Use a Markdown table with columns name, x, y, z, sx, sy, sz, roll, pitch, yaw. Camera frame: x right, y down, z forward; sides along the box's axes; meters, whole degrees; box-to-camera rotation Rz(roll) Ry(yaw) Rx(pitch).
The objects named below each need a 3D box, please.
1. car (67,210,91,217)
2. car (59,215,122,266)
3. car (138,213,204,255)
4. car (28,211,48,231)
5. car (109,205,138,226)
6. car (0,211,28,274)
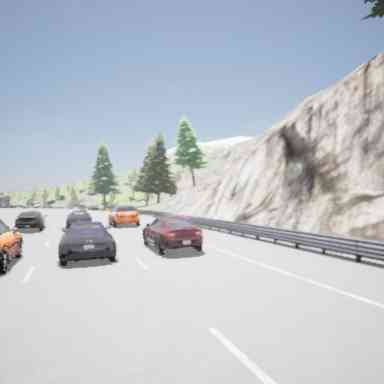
| name | x | y | z | sx | sy | sz | roll | pitch | yaw |
| --- | --- | --- | --- | --- | --- | --- | --- | --- | --- |
| car | -9.159 | 2.200 | 27.061 | 1.994 | 1.385 | 4.181 | -1 | -1 | -20 |
| car | -4.136 | 1.865 | 13.135 | 1.994 | 1.385 | 4.181 | -1 | -1 | -19 |
| car | -0.940 | 1.758 | 14.597 | 1.812 | 1.442 | 4.674 | -1 | -1 | -19 |
| car | -12.407 | 2.212 | 25.753 | 1.837 | 1.490 | 4.892 | -1 | 0 | -20 |
| car | -5.780 | 1.906 | 27.989 | 2.097 | 1.767 | 4.553 | -1 | -1 | -20 |
| car | -7.292 | 1.716 | 11.541 | 2.097 | 1.767 | 4.553 | -1 | -1 | -19 |
